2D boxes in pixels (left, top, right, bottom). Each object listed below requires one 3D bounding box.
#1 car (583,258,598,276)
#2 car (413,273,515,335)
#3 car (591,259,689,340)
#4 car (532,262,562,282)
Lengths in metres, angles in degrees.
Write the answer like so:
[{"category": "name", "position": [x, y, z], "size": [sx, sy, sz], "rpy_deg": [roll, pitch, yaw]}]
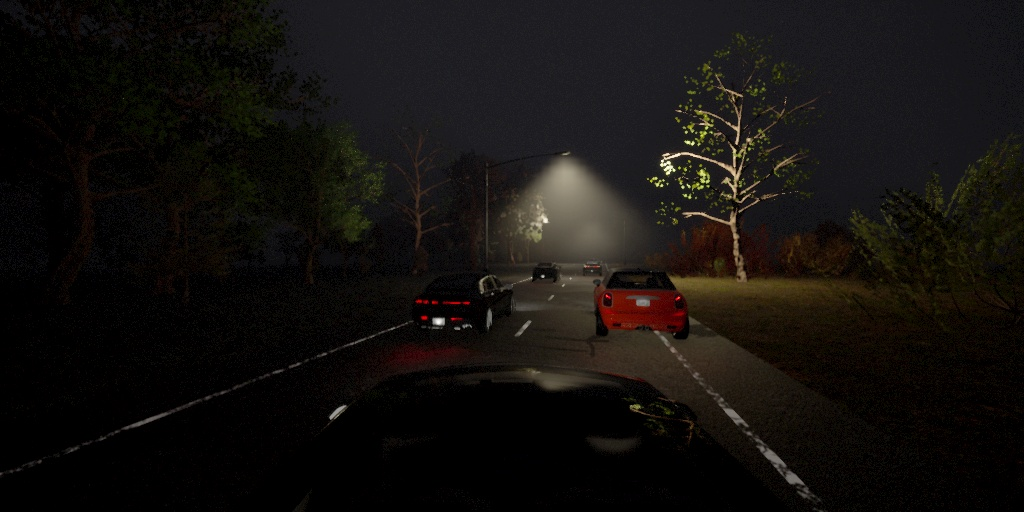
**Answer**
[{"category": "car", "position": [8.249, 1.217, 36.568], "size": [2.128, 1.511, 4.902], "rpy_deg": [0, 0, 14]}, {"category": "car", "position": [-1.185, 1.247, 10.630], "size": [1.837, 1.490, 4.892], "rpy_deg": [0, 0, 12]}, {"category": "car", "position": [3.457, 1.096, 10.324], "size": [2.097, 1.767, 4.553], "rpy_deg": [0, 0, 12]}, {"category": "car", "position": [2.837, 1.234, 28.725], "size": [1.837, 1.490, 4.892], "rpy_deg": [0, 0, 13]}]
